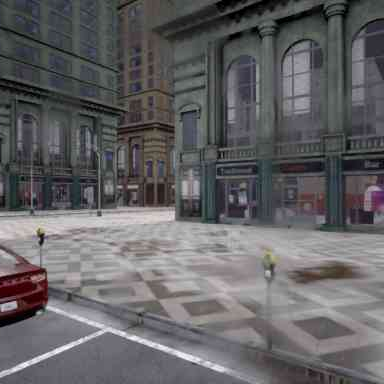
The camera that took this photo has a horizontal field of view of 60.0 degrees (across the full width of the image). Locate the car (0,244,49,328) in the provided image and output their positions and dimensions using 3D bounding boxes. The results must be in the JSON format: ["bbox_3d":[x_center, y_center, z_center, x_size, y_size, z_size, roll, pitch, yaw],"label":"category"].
[{"bbox_3d":[-4.501,1.545,6.182,4.507,1.381,1.887,0,0,35],"label":"car"}]
